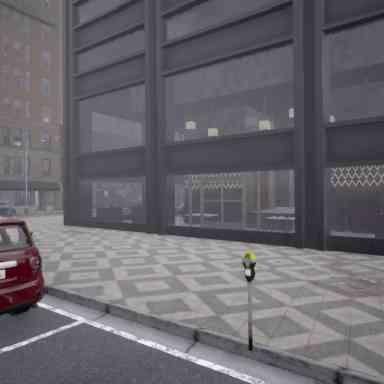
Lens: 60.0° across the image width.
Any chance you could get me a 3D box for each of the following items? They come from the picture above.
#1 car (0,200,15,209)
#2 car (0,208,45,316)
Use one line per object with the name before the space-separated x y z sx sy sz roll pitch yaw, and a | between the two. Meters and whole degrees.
car | -18.826 1.510 30.552 2.097 1.767 4.553 -1 -1 36
car | -4.828 1.317 6.295 5.009 1.841 2.192 0 -1 35
